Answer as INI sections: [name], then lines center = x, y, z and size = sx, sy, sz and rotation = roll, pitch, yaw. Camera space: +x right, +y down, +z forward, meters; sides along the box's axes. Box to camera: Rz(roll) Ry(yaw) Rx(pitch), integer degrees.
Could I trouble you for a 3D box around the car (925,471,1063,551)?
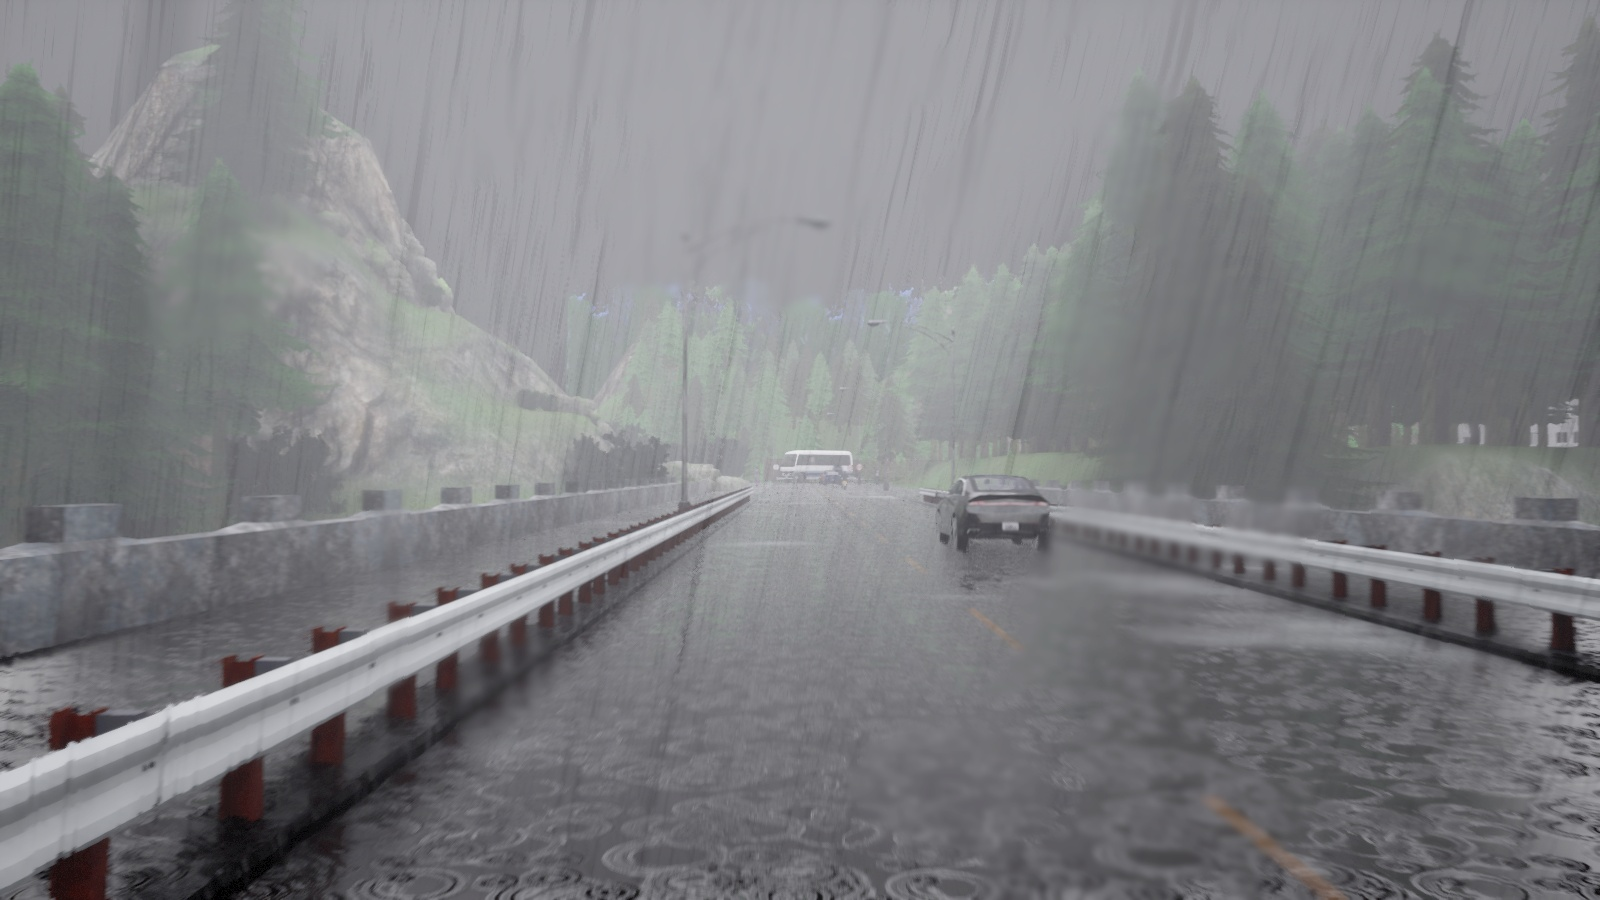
[car]
center = 3.934, 1.195, 26.362
size = 2.128, 1.511, 4.902
rotation = 0, -1, 0
